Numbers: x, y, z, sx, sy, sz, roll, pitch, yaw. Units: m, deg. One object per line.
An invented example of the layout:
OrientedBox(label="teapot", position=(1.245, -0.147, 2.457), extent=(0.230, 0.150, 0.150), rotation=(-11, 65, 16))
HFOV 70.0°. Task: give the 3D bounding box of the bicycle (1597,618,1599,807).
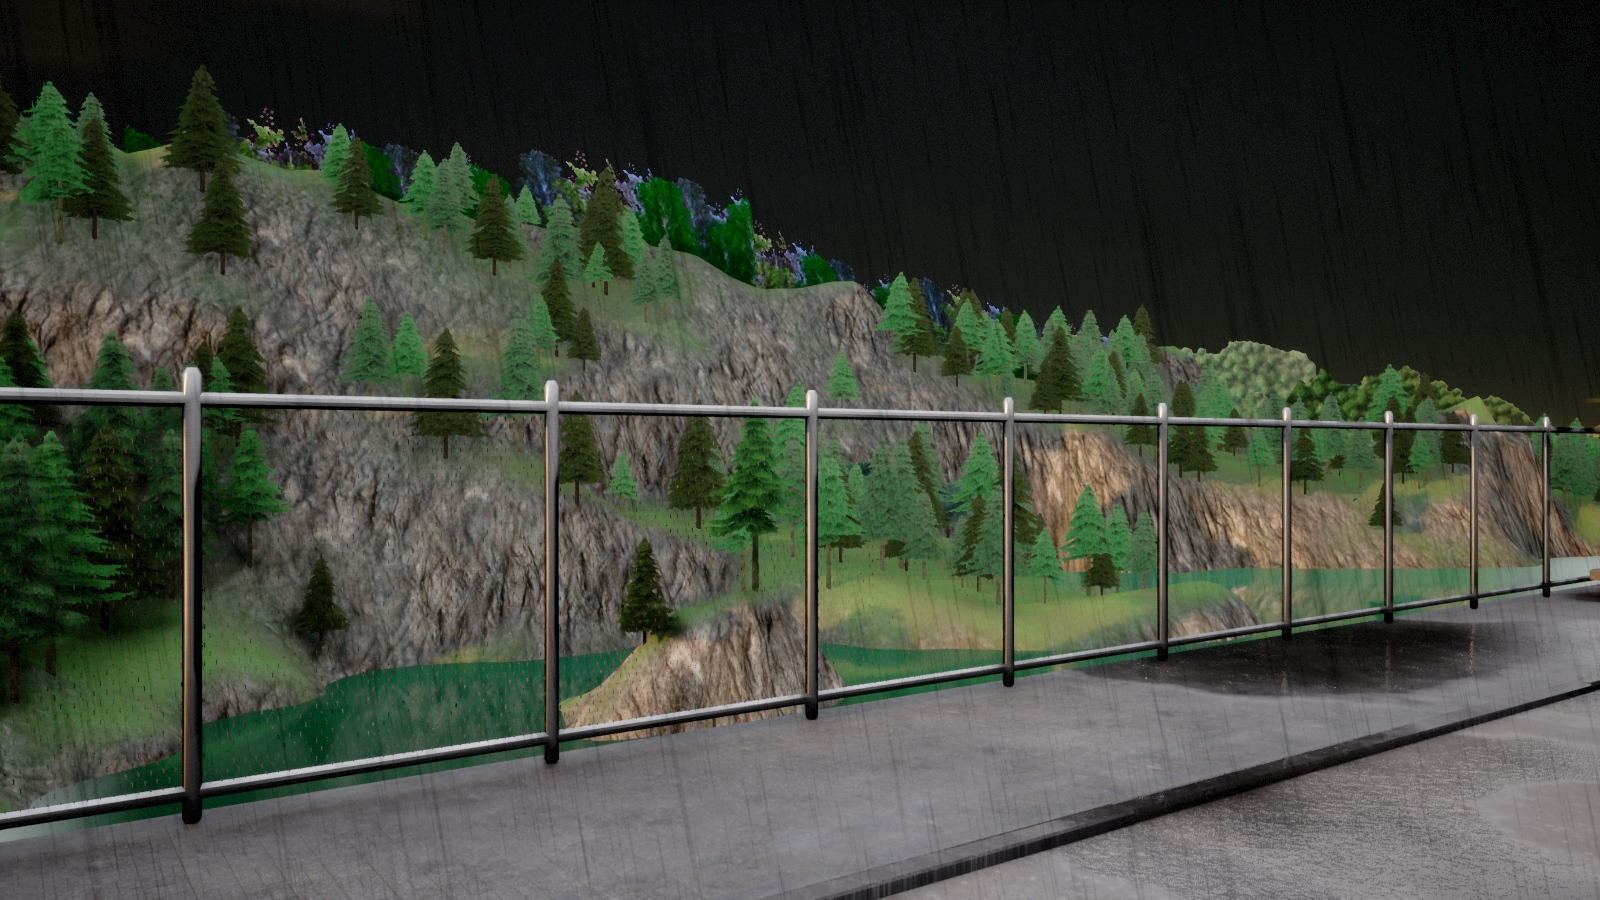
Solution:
OrientedBox(label="bicycle", position=(7.074, 2.055, 9.317), extent=(1.835, 1.471, 0.329), rotation=(0, 0, -35))
